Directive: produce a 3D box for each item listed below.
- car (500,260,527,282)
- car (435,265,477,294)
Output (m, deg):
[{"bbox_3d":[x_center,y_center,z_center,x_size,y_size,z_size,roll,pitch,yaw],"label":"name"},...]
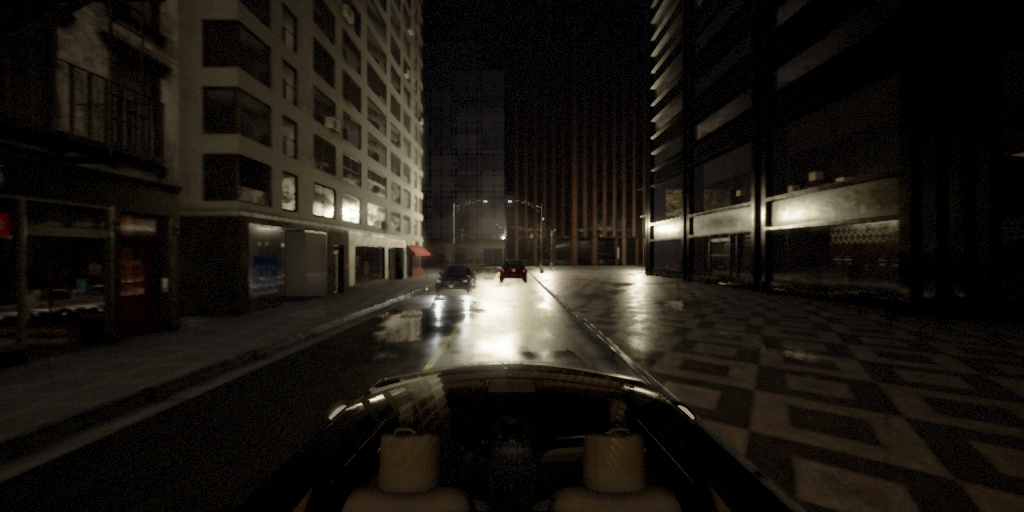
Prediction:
[{"bbox_3d":[0.109,1.084,28.808,2.097,1.767,4.553,0,0,0],"label":"car"},{"bbox_3d":[-3.092,1.265,20.519,1.812,1.442,4.674,0,0,0],"label":"car"}]
